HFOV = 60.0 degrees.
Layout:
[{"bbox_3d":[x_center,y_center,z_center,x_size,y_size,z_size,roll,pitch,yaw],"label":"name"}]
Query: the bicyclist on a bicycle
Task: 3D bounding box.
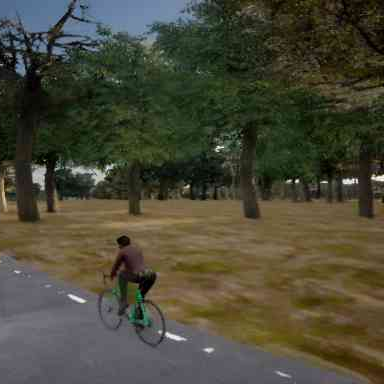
[{"bbox_3d":[-1.017,1.536,5.360,1.656,1.620,0.582,-1,-2,40],"label":"bicyclist on a bicycle"}]
